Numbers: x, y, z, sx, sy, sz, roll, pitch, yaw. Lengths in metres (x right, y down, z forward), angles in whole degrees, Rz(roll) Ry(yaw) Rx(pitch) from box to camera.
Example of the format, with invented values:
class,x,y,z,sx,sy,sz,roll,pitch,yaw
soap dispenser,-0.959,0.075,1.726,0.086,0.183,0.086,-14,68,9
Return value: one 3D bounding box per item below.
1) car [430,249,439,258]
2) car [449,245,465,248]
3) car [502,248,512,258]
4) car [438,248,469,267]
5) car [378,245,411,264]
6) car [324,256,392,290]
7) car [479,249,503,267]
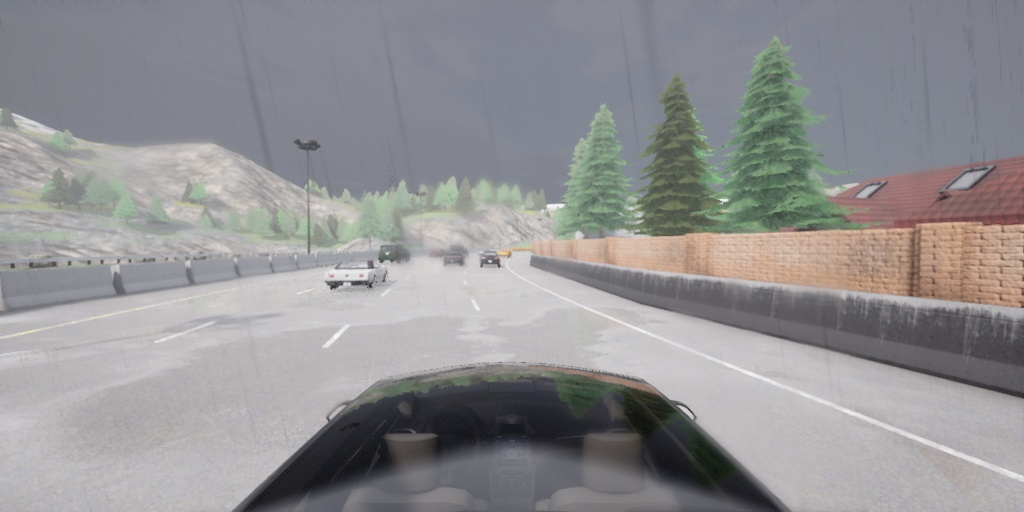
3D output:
class,x,y,z,sx,sy,sz,roll,pitch,yaw
car,-11.768,-0.478,57.764,1.812,1.442,4.674,0,1,6
car,-8.429,-0.732,56.544,2.150,2.045,5.566,0,2,7
car,-1.125,-0.507,58.436,1.882,1.535,5.008,0,1,7
car,-5.546,0.196,35.234,2.128,1.511,4.902,0,2,-3
car,-12.686,-0.212,38.987,2.150,2.045,5.566,0,2,-1
car,-7.442,0.837,17.646,1.895,1.301,4.718,0,2,-9
car,-2.071,0.256,34.854,1.812,1.442,4.674,0,2,-2
